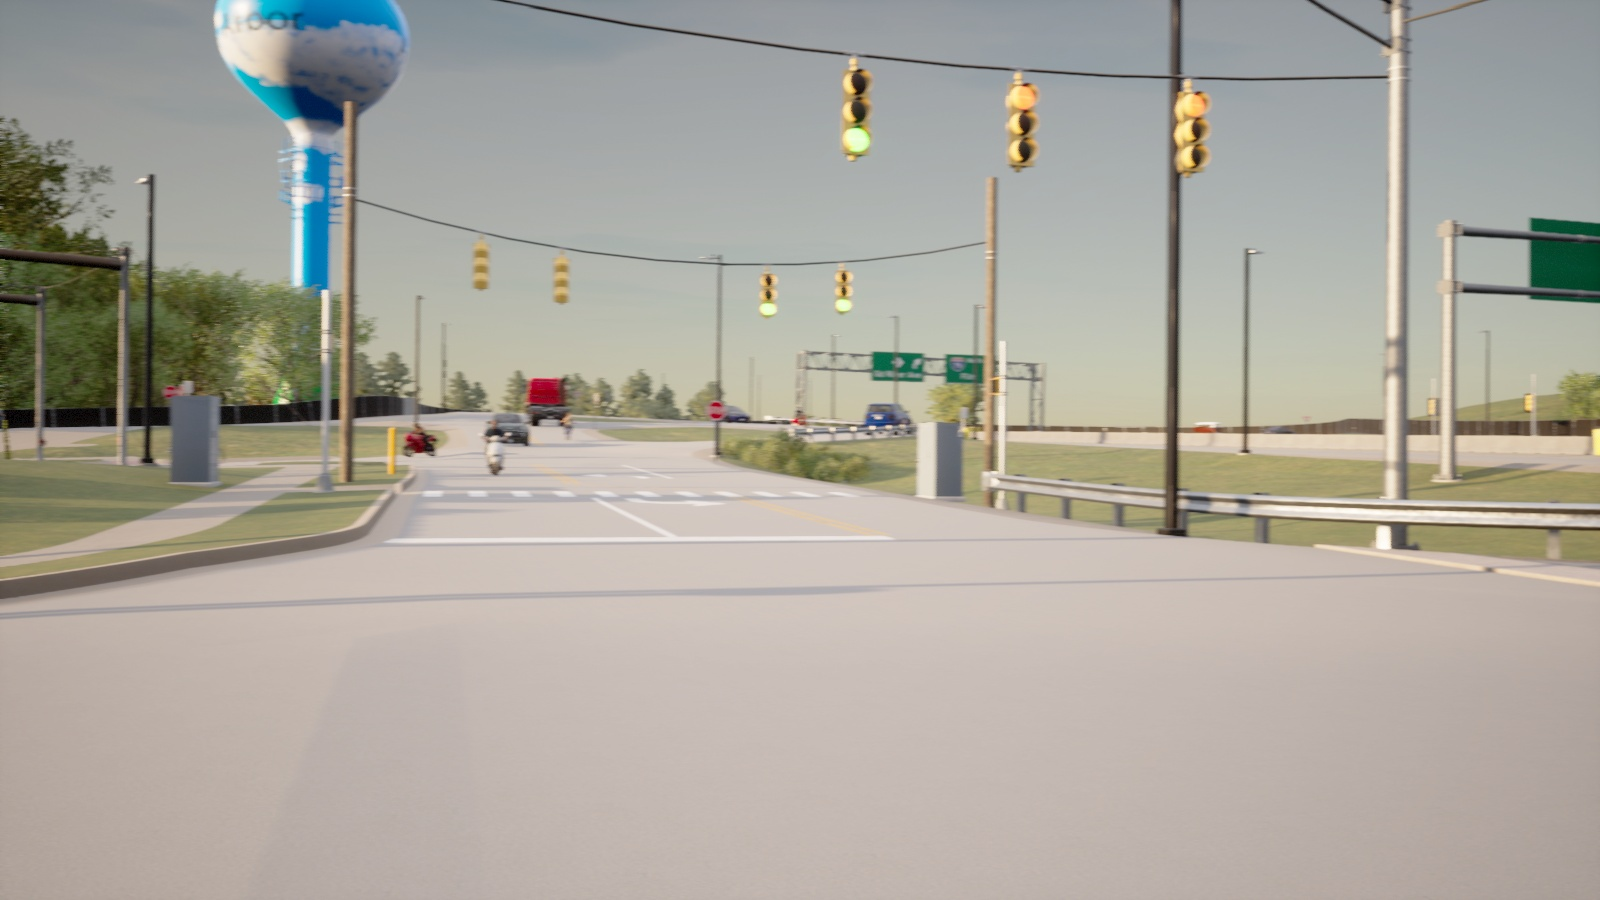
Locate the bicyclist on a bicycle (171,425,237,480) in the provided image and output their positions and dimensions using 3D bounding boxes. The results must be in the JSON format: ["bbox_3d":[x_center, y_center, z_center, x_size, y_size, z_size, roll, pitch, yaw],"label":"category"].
[{"bbox_3d":[-20.178,0.080,42.550,1.843,1.776,0.659,-3,1,-40],"label":"bicyclist on a bicycle"}]

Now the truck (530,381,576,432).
[{"bbox_3d":[-18.033,-3.246,91.315,2.891,3.462,7.936,0,4,-14],"label":"truck"}]

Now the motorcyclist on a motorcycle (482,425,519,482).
[{"bbox_3d":[-8.610,0.090,36.052,0.866,1.590,1.817,-1,1,-18],"label":"motorcyclist on a motorcycle"}]

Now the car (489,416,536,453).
[{"bbox_3d":[-14.989,-0.858,65.296,2.097,1.767,4.553,0,3,-17],"label":"car"}]

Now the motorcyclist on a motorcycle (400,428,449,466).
[{"bbox_3d":[-16.115,-0.137,53.924,0.797,1.523,2.044,-3,1,25],"label":"motorcyclist on a motorcycle"}]

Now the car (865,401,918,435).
[{"bbox_3d":[5.900,-2.096,80.234,2.150,2.045,5.566,0,2,17],"label":"car"}]
